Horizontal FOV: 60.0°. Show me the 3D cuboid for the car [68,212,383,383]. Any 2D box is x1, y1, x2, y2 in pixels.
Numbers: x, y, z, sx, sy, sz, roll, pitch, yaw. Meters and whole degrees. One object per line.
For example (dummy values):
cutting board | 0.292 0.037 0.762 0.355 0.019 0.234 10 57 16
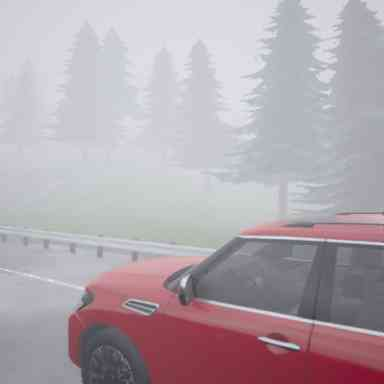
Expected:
car | 1.260 1.214 3.012 5.566 2.045 2.150 0 0 35
